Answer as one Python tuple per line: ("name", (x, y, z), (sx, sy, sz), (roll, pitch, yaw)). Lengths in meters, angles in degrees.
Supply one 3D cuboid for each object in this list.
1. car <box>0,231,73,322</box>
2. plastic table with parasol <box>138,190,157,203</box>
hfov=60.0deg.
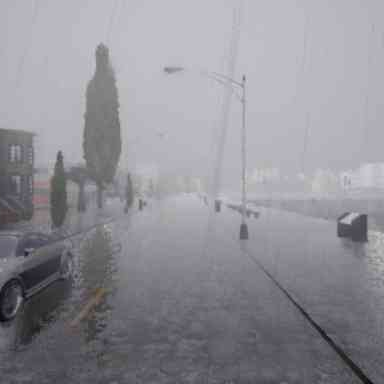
("car", (-4.097, 1.551, 7.028), (1.994, 1.385, 4.181), (0, 0, 0))
("plastic table with parasol", (-8.408, 0.790, 62.760), (2.482, 2.480, 2.482), (0, 0, -40))
